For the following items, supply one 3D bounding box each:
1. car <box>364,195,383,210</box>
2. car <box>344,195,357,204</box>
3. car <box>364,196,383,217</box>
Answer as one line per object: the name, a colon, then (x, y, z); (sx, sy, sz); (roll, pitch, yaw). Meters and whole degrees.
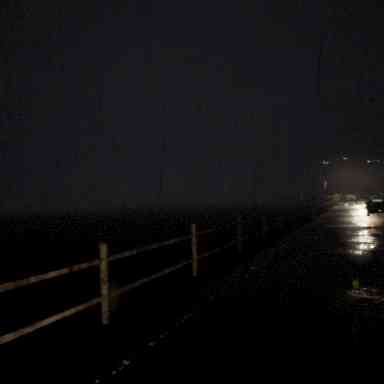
car: (20.602, 1.138, 37.700); (1.812, 1.442, 4.674); (-2, 0, 27)
car: (26.090, 1.123, 54.754); (2.033, 1.411, 5.357); (-2, -1, 27)
car: (15.503, 1.193, 27.660); (2.128, 1.511, 4.902); (-2, -1, 27)
